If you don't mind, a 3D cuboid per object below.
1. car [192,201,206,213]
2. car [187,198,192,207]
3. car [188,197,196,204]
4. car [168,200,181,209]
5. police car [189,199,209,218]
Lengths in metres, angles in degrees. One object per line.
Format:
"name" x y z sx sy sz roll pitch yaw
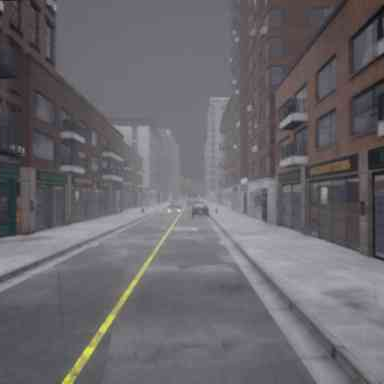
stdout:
"car" 0.894 2.118 46.729 1.837 1.490 4.892 0 -1 0
"car" -0.010 2.155 72.209 2.097 1.767 4.553 0 -1 0
"car" -0.010 2.334 87.208 2.097 1.767 4.553 0 -1 0
"car" -3.057 2.104 57.877 2.097 1.767 4.553 0 -1 0
"police car" 0.895 1.912 36.841 1.930 1.638 5.238 0 -1 0
